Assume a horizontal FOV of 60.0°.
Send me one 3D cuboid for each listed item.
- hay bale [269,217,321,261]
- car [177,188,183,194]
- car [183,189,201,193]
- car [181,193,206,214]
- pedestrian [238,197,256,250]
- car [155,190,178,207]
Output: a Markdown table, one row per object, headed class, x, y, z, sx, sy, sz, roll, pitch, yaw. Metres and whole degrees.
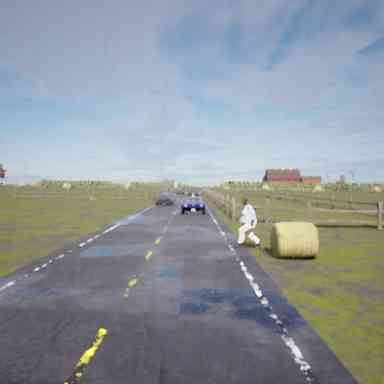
| class | x | y | z | sx | sy | sz | roll | pitch | yaw |
| --- | --- | --- | --- | --- | --- | --- | --- | --- | --- |
| hay bale | 3.136 | 1.419 | 10.307 | 1.220 | 1.180 | 1.240 | -1 | 0 | 0 |
| car | -2.605 | -0.203 | 73.679 | 2.033 | 1.411 | 5.357 | 0 | 1 | 0 |
| car | 0.165 | 0.328 | 45.159 | 2.097 | 1.767 | 4.553 | 0 | 1 | 0 |
| car | 0.121 | 0.988 | 26.950 | 1.895 | 1.301 | 4.718 | 0 | 1 | 1 |
| pedestrian | 1.880 | 1.031 | 11.442 | 0.375 | 1.860 | 0.375 | 1 | 0 | 2 |
| car | -2.773 | 0.804 | 35.080 | 1.895 | 1.301 | 4.718 | 0 | 1 | 0 |
